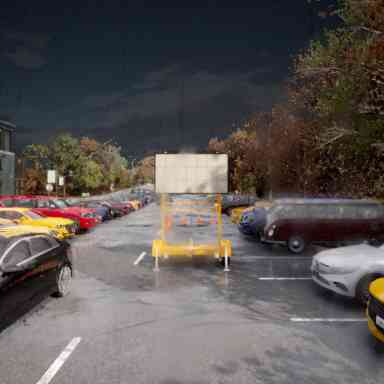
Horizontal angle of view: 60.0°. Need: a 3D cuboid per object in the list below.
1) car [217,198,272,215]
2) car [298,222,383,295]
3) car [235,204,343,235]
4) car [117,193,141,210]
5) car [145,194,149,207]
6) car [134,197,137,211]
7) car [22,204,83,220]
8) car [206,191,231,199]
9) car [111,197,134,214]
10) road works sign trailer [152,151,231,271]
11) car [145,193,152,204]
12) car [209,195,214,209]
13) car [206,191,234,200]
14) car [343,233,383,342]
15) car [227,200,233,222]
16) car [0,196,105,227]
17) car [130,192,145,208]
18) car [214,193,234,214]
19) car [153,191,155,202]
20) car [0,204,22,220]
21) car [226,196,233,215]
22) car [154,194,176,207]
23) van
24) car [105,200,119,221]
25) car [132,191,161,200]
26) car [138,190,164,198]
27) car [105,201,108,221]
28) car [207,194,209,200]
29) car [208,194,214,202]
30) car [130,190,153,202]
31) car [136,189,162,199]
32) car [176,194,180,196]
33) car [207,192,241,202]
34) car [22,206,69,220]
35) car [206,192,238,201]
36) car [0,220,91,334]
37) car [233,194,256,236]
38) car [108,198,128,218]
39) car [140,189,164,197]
[{"bbox_3d":[5.004,1.411,32.446,5.008,1.535,2.097,0,1,0],"label":"car"},{"bbox_3d":[5.034,1.522,7.242,4.674,1.452,2.002,0,0,0],"label":"car"},{"bbox_3d":[5.202,1.478,18.382,5.366,1.575,1.946,0,0,0],"label":"car"},{"bbox_3d":[-8.053,1.250,35.045,4.553,1.767,2.185,0,1,0],"label":"car"},{"bbox_3d":[-8.062,1.305,40.614,4.792,1.488,2.163,0,1,0],"label":"car"},{"bbox_3d":[-8.078,1.453,32.260,4.674,1.452,2.002,0,0,0],"label":"car"},{"bbox_3d":[-8.065,1.481,15.542,5.008,1.535,2.097,0,0,0],"label":"car"},{"bbox_3d":[4.962,0.534,63.112,4.674,1.452,2.002,0,3,0],"label":"car"},{"bbox_3d":[-8.083,1.442,29.470,5.008,1.535,2.097,0,1,0],"label":"car"},{"bbox_3d":[-0.014,0.466,10.894,2.380,3.560,2.880,0,0,0],"label":"road works sign trailer"},{"bbox_3d":[-8.124,1.241,43.401,4.792,1.488,2.163,0,1,0],"label":"car"},{"bbox_3d":[4.810,1.370,35.235,5.366,1.575,1.946,0,1,0],"label":"car"},{"bbox_3d":[4.992,0.661,60.202,4.792,1.488,2.163,0,3,0],"label":"car"},{"bbox_3d":[5.040,1.481,4.457,5.008,1.535,2.097,0,0,0],"label":"car"},{"bbox_3d":[5.008,1.481,21.290,5.008,1.535,2.097,0,0,0],"label":"car"},{"bbox_3d":[-8.035,1.230,18.325,5.566,2.045,2.435,0,0,0],"label":"car"},{"bbox_3d":[-8.057,1.205,37.824,4.553,1.767,2.185,0,1,0],"label":"car"},{"bbox_3d":[5.031,1.189,29.655,5.566,2.045,2.435,0,1,0],"label":"car"},{"bbox_3d":[-8.135,1.000,51.768,4.792,1.488,2.163,0,2,0],"label":"car"},{"bbox_3d":[-8.084,1.356,10.100,4.553,1.767,2.185,0,0,0],"label":"car"},{"bbox_3d":[5.041,1.350,24.075,4.553,1.767,2.185,0,0,0],"label":"car"},{"bbox_3d":[-3.656,1.243,45.520,1.994,1.385,4.181,0,2,0],"label":"car"},{"bbox_3d":[4.907,1.256,12.811,4.442,1.987,1.878,0,0,0],"label":"van"},{"bbox_3d":[-8.099,1.505,23.894,4.792,1.488,2.163,0,0,0],"label":"car"},{"bbox_3d":[-8.122,0.634,60.122,5.008,1.535,2.097,0,2,0],"label":"car"},{"bbox_3d":[-8.094,0.395,65.683,4.792,1.488,2.163,0,3,0],"label":"car"},{"bbox_3d":[-8.069,1.521,21.108,4.674,1.452,2.002,0,0,0],"label":"car"},{"bbox_3d":[4.976,1.135,46.385,5.008,1.535,2.097,0,2,0],"label":"car"},{"bbox_3d":[4.979,1.211,43.468,4.892,1.521,2.231,0,2,0],"label":"car"},{"bbox_3d":[-8.130,1.015,46.184,4.553,1.767,2.185,0,2,0],"label":"car"},{"bbox_3d":[-8.089,0.378,62.893,4.553,1.767,2.185,0,3,0],"label":"car"},{"bbox_3d":[-3.621,0.052,72.496,2.128,1.511,4.902,0,2,-1],"label":"car"},{"bbox_3d":[5.156,0.863,54.618,5.366,1.575,1.946,0,2,0],"label":"car"},{"bbox_3d":[-7.870,1.479,12.759,5.366,1.575,1.946,0,0,0],"label":"car"},{"bbox_3d":[5.152,0.750,57.411,5.366,1.575,1.946,0,2,0],"label":"car"},{"bbox_3d":[-3.607,1.493,5.715,2.128,1.511,4.902,0,0,0],"label":"car"},{"bbox_3d":[4.992,1.230,15.597,5.566,2.045,2.435,0,0,0],"label":"car"},{"bbox_3d":[-8.079,1.463,26.681,5.008,1.535,2.097,0,0,0],"label":"car"},{"bbox_3d":[-8.156,0.256,68.463,4.792,1.488,2.163,0,3,0],"label":"car"}]
